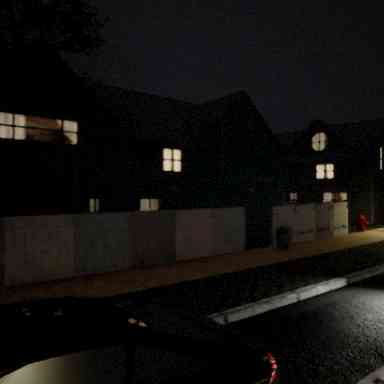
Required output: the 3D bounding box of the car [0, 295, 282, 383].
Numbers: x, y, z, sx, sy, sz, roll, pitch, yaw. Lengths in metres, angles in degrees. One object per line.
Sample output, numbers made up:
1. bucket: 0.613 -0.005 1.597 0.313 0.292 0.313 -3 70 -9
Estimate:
1. car: -1.262 1.567 2.239 4.181 1.385 1.994 0 0 -36
